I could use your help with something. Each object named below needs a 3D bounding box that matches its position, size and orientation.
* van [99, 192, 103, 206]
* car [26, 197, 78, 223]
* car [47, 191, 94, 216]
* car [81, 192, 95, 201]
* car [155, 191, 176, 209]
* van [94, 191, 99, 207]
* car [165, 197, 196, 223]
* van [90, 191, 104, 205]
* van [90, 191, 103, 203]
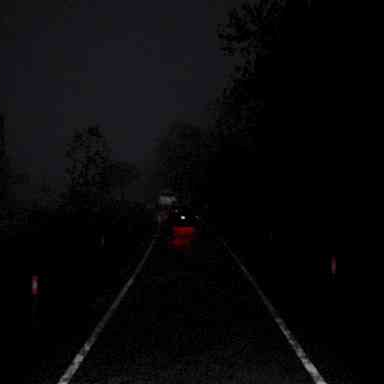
[{"bbox_3d":[-13.191,0.921,45.521,1.878,1.987,4.442,1,-1,-15],"label":"van"},{"bbox_3d":[-9.888,1.321,23.535,2.002,1.452,4.674,0,-1,-5],"label":"car"},{"bbox_3d":[-10.417,0.992,29.070,2.435,2.045,5.566,1,-1,-9],"label":"car"},{"bbox_3d":[-24.163,1.000,77.239,2.435,2.045,5.566,2,-2,-26],"label":"car"},{"bbox_3d":[-3.248,0.903,40.725,2.150,2.045,5.566,0,1,-11],"label":"car"},{"bbox_3d":[-11.133,0.979,34.526,1.878,1.987,4.442,1,-1,-10],"label":"van"},{"bbox_3d":[-0.789,1.339,23.566,1.837,1.490,4.892,0,1,-5],"label":"car"},{"bbox_3d":[-14.543,0.909,50.935,1.878,1.987,4.442,1,-1,-16],"label":"van"},{"bbox_3d":[-17.792,0.918,61.637,1.878,1.987,4.442,1,-1,-21],"label":"van"}]
